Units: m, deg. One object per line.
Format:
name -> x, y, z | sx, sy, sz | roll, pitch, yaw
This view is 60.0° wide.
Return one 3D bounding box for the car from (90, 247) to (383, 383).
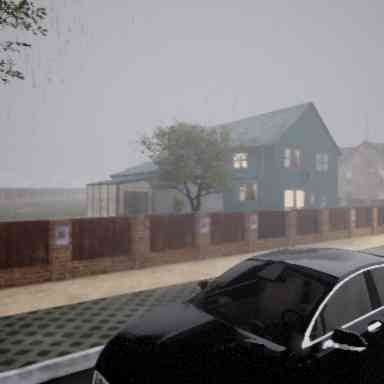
car -> 1.304, 1.515, 3.962 | 4.892, 1.490, 1.837 | 0, 0, -35
